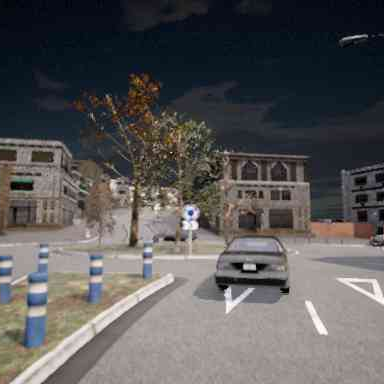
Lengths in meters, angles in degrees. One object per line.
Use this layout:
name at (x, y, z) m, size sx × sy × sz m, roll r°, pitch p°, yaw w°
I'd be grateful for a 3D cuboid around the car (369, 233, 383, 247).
car at (19.358, 4.456, 31.907) m, size 4.553 × 1.767 × 2.097 m, roll 4°, pitch -7°, yaw -16°

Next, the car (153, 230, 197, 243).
car at (-1.857, 4.880, 36.548) m, size 4.902 × 1.511 × 2.128 m, roll 1°, pitch -6°, yaw -5°

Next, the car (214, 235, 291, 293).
car at (1.930, 1.982, 9.900) m, size 2.033 × 1.411 × 5.357 m, roll -1°, pitch -6°, yaw 15°
